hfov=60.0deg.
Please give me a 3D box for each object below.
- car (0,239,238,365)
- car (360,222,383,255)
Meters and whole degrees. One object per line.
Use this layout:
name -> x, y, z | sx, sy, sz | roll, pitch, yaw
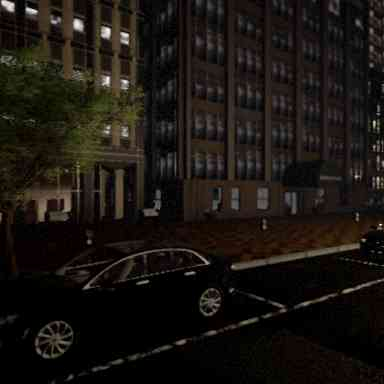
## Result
car -> -1.165, 1.558, 5.728 | 4.403, 1.369, 2.008 | 0, 0, -35
car -> 7.837, 1.591, 12.127 | 4.403, 1.369, 2.008 | 0, 0, -35
